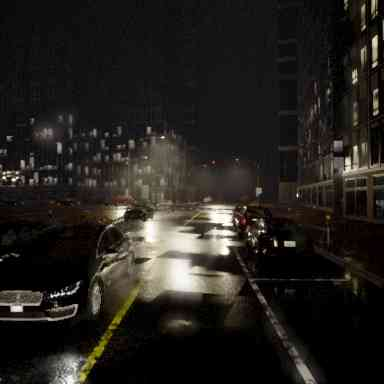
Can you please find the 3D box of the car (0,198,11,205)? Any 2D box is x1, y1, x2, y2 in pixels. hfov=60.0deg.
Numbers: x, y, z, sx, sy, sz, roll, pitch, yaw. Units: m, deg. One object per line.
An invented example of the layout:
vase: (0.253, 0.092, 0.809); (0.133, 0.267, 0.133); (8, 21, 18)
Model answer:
car: (-40.124, 1.983, 68.866); (4.403, 1.369, 2.008); (0, -1, 15)

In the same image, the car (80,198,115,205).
car: (-15.231, 1.670, 53.857); (4.313, 1.339, 1.947); (0, -1, 15)

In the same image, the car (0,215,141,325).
car: (-2.571, 1.509, 7.433); (1.837, 1.490, 4.892); (0, 0, 2)

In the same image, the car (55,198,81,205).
car: (-23.940, 1.876, 64.421); (4.403, 1.369, 2.008); (0, -1, 15)

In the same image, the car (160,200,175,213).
car: (-2.983, 1.591, 37.153); (2.008, 1.369, 4.403); (1, 0, 7)

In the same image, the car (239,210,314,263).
car: (2.982, 1.569, 11.902); (1.947, 1.339, 4.313); (1, 0, 2)

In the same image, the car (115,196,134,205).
car: (-13.151, 1.569, 61.461); (5.009, 1.841, 2.192); (0, -1, 15)

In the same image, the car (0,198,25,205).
car: (-31.408, 1.762, 58.301); (4.403, 1.369, 2.008); (0, -1, 15)

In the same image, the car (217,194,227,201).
car: (8.167, 1.522, 89.895); (2.192, 1.841, 5.009); (1, 0, 16)

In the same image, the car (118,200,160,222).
car: (-4.114, 1.575, 26.396); (2.008, 1.369, 4.403); (1, 0, 5)

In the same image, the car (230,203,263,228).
car: (3.666, 1.554, 23.212); (1.887, 1.381, 4.507); (1, 0, 5)

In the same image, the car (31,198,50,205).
car: (-29.498, 1.888, 65.948); (4.829, 1.417, 1.752); (0, -1, 15)

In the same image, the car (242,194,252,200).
car: (12.604, 1.433, 76.045); (2.192, 1.841, 5.009); (1, 0, 15)

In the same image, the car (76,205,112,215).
car: (-4.884, 1.538, 15.297); (1.752, 1.417, 4.829); (1, 0, 3)

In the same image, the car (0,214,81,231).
car: (-5.116, 1.574, 9.973); (1.947, 1.339, 4.313); (1, 0, 2)

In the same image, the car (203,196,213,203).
car: (3.603, 1.668, 73.806); (1.752, 1.417, 4.829); (1, 0, 14)

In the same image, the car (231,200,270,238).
car: (3.276, 1.447, 17.582); (1.967, 1.590, 4.097); (1, 0, 4)

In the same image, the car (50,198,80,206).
car: (-20.624, 1.690, 55.338); (4.403, 1.369, 2.008); (0, -1, 15)
